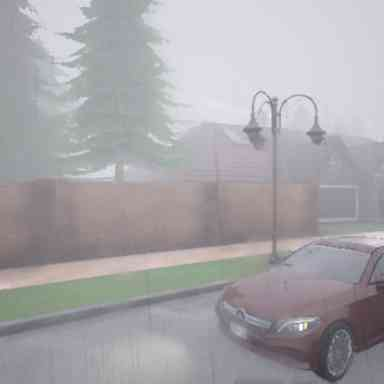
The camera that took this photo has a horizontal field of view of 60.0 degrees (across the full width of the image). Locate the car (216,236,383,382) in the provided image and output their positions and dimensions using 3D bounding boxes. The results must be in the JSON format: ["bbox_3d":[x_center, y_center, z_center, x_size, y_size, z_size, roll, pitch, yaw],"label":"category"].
[{"bbox_3d":[2.580,1.513,5.485,4.674,1.442,1.812,0,0,-32],"label":"car"}]
